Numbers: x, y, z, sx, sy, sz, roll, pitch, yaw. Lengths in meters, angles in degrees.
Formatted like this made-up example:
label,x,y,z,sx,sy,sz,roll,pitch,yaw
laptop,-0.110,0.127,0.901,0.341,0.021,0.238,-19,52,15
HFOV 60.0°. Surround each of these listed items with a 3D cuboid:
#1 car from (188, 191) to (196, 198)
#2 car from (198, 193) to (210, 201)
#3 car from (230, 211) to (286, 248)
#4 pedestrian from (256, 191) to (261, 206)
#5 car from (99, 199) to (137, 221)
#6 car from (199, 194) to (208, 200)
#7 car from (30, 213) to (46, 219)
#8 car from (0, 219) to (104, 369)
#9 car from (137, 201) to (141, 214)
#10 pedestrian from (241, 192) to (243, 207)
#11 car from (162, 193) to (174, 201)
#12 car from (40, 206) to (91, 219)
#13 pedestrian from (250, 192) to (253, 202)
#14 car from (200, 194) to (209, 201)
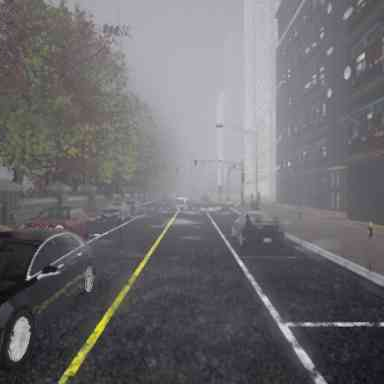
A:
label,x,y,z,sx,sy,sz,roll,pitch,yaw
car,0.019,0.999,91.312,2.033,1.411,5.357,0,0,0
car,2.705,1.228,68.609,1.947,1.339,4.313,0,0,0
car,2.695,1.475,14.078,2.008,1.369,4.403,0,0,0
pedestrian,8.143,0.818,40.563,0.375,1.860,0.375,0,0,0
car,-5.761,1.417,25.153,2.008,1.369,4.403,0,0,0
car,2.707,1.180,79.875,1.947,1.339,4.313,0,0,0
car,-5.686,1.480,8.368,1.752,1.417,4.829,0,0,0
car,-3.100,1.473,5.722,1.837,1.490,4.892,0,0,0
car,-5.811,1.383,30.693,1.887,1.381,4.507,0,0,0
pedestrian,6.143,0.919,41.164,0.375,1.860,0.375,0,0,0
car,-5.674,1.220,74.244,1.802,1.307,4.206,0,0,0
car,-5.685,1.364,14.077,1.967,1.590,4.097,0,0,0
pedestrian,7.143,0.896,39.963,0.375,1.860,0.375,0,0,0
car,2.706,1.203,74.242,1.947,1.339,4.313,0,0,0
